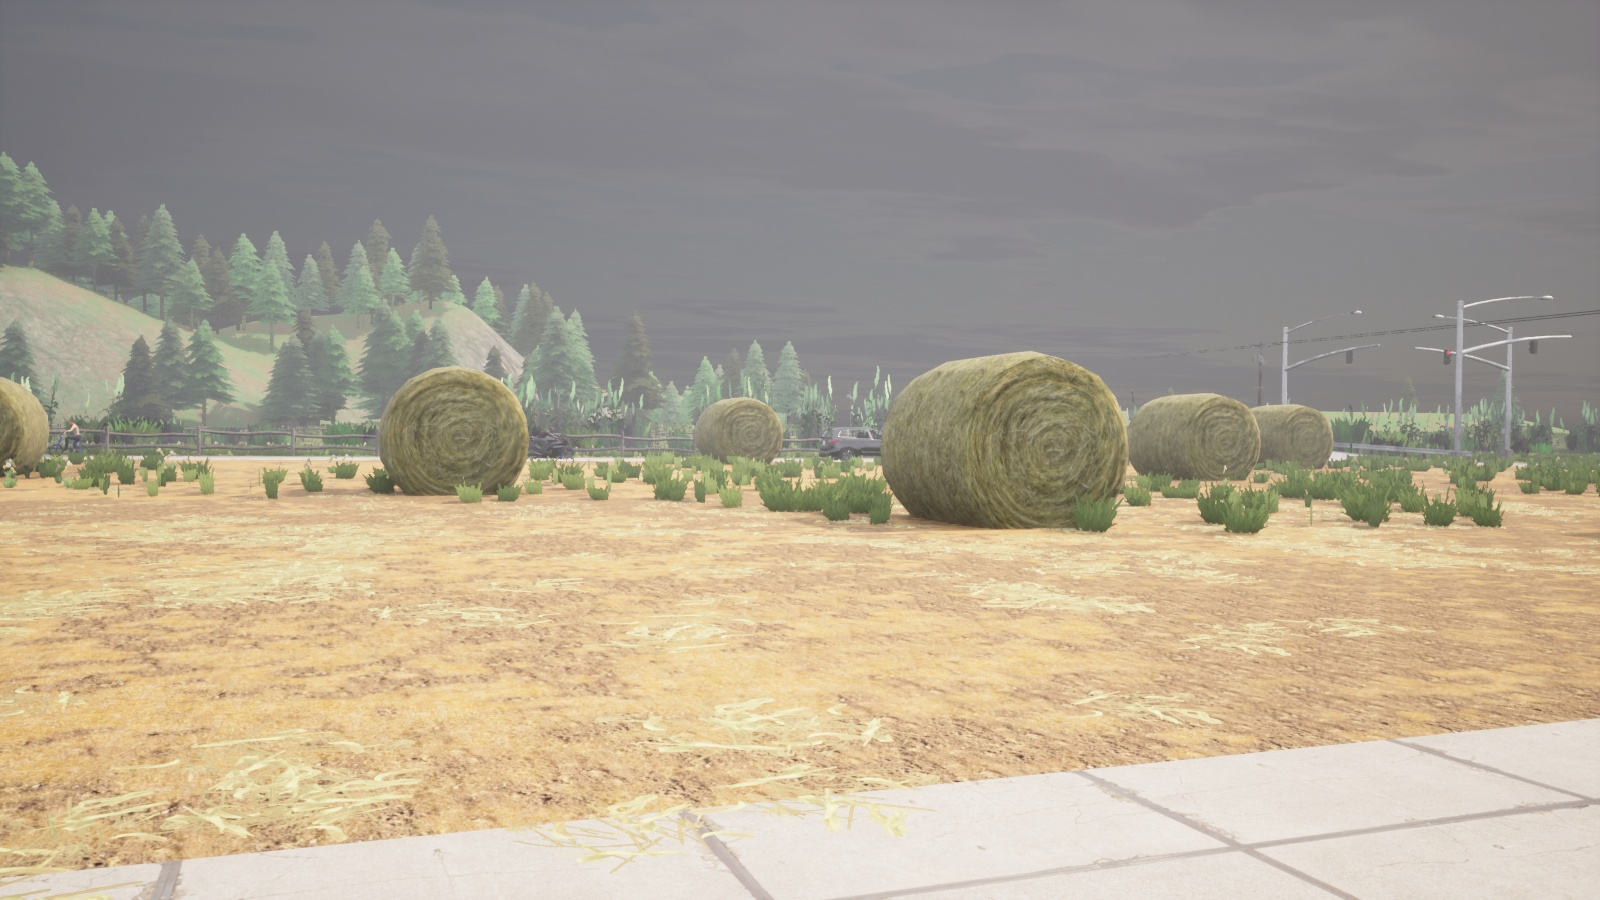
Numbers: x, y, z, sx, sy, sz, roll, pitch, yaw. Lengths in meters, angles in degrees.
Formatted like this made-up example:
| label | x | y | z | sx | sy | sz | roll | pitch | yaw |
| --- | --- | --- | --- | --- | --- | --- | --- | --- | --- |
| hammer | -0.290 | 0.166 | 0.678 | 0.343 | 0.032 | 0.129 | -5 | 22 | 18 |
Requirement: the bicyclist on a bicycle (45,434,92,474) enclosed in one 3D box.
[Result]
| label | x | y | z | sx | sy | sz | roll | pitch | yaw |
| --- | --- | --- | --- | --- | --- | --- | --- | --- | --- |
| bicyclist on a bicycle | -30.340 | 0.155 | 52.111 | 1.509 | 1.612 | 0.866 | -1 | 1 | -16 |

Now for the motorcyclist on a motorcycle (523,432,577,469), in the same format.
| label | x | y | z | sx | sy | sz | roll | pitch | yaw |
| --- | --- | --- | --- | --- | --- | --- | --- | --- | --- |
| motorcyclist on a motorcycle | -10.830 | 0.010 | 54.371 | 2.191 | 1.530 | 0.866 | -1 | 1 | -17 |

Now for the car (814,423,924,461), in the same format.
| label | x | y | z | sx | sy | sz | roll | pitch | yaw |
| --- | --- | --- | --- | --- | --- | --- | --- | --- | --- |
| car | 3.201 | -0.400 | 58.616 | 4.611 | 1.667 | 2.242 | -1 | 1 | -17 |
